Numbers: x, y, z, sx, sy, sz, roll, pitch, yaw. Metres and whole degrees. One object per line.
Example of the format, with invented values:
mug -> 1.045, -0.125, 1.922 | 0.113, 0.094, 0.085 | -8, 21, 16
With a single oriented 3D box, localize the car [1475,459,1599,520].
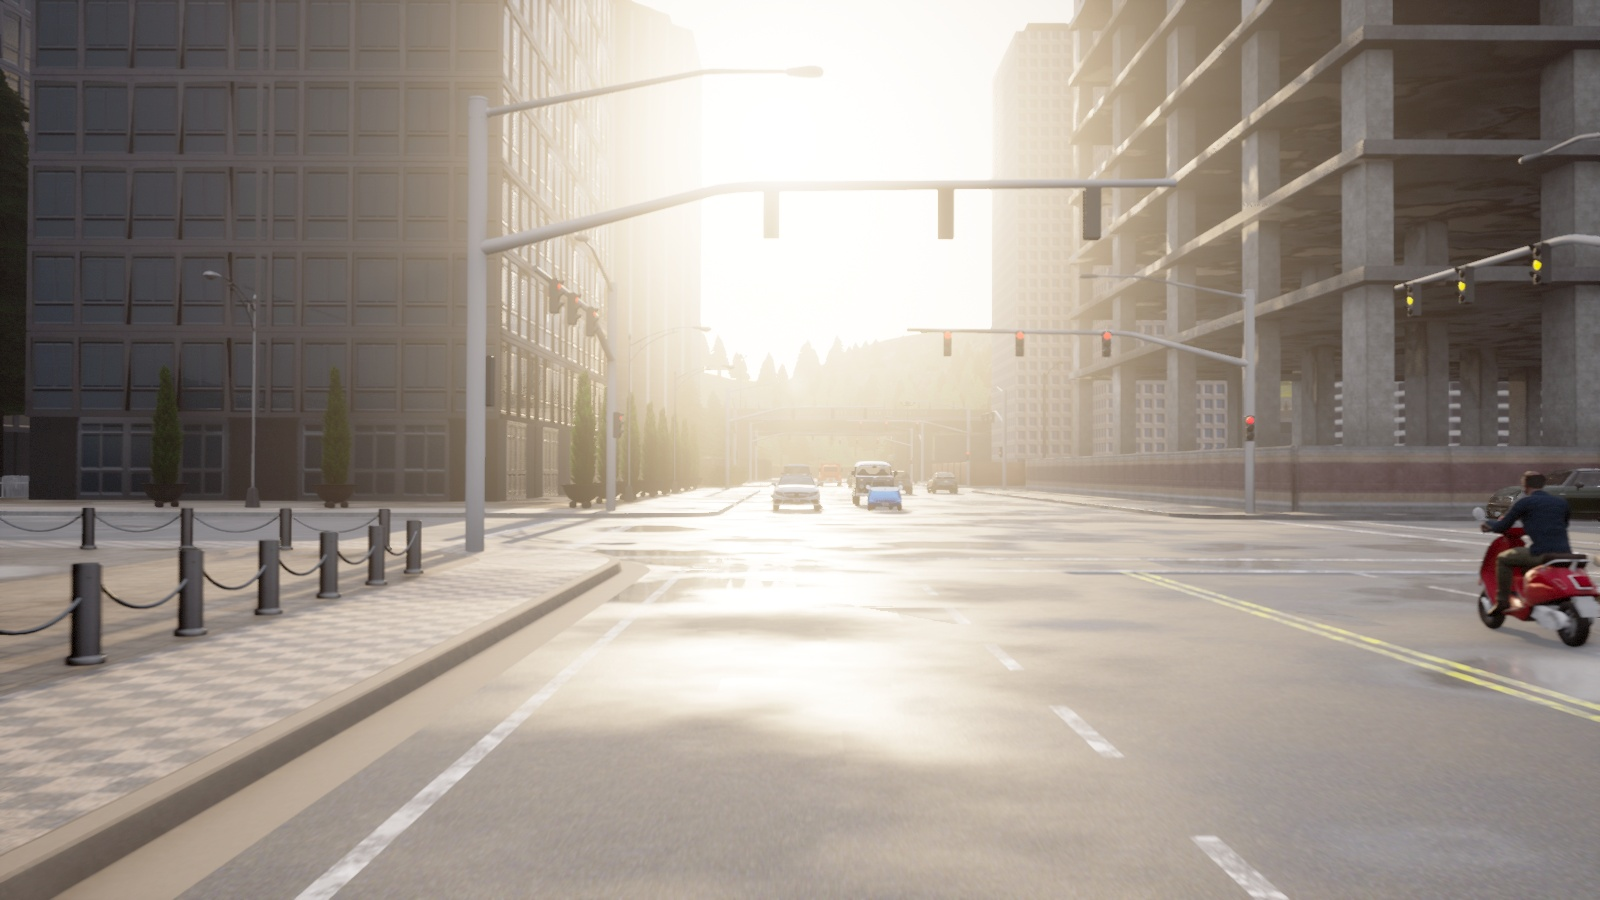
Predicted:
car -> 22.969, 1.154, 37.415 | 4.553, 1.767, 2.097 | 0, -1, 0

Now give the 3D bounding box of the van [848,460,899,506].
van -> 3.355, 1.501, 58.338 | 2.069, 2.038, 4.480 | 0, -1, 0

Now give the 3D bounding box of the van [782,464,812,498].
van -> -0.186, 1.825, 75.074 | 1.775, 1.987, 4.442 | 0, -1, 0

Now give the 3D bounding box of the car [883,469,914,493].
car -> 6.787, 2.137, 86.725 | 1.851, 1.617, 3.988 | 0, -1, 0

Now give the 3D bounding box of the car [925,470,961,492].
car -> 10.277, 2.236, 90.520 | 2.007, 1.525, 4.514 | 0, -1, 0

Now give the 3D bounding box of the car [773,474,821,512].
car -> -0.124, 1.687, 50.535 | 1.812, 1.442, 4.674 | 0, -1, 0

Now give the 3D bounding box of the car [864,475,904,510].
car -> 3.375, 1.705, 50.745 | 1.481, 1.376, 2.207 | 0, -1, 0

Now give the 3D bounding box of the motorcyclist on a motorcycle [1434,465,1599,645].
motorcyclist on a motorcycle -> 6.970, 0.941, 12.014 | 0.866, 1.590, 1.817 | 0, -1, 0
